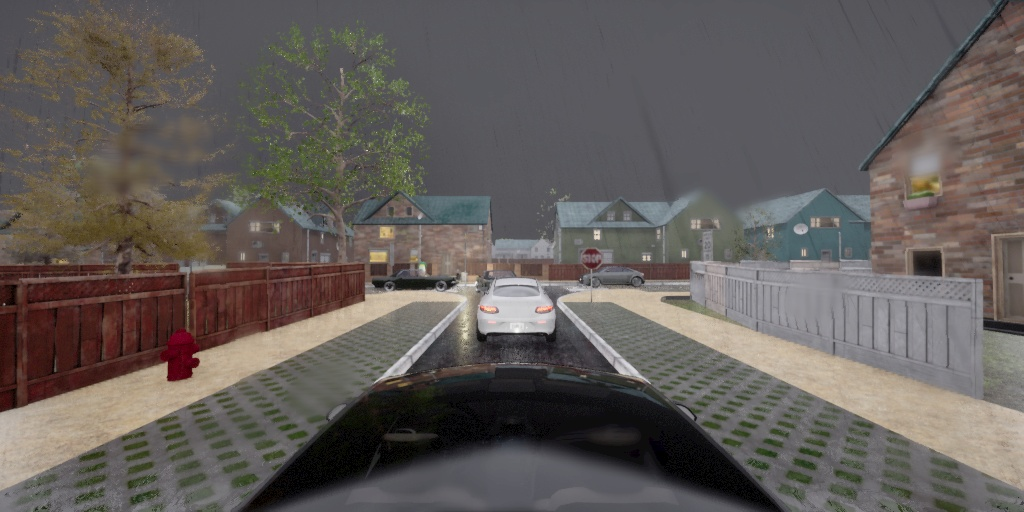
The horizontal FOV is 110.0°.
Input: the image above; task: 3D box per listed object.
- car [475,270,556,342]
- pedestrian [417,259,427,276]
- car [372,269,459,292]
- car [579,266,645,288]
[{"bbox_3d":[0.100,1.279,9.707,1.812,1.442,4.674,0,0,0],"label":"car"},{"bbox_3d":[-6.711,1.118,26.793,0.375,1.860,0.375,0,-1,1],"label":"pedestrian"},{"bbox_3d":[-5.490,1.416,20.909,4.718,1.301,1.895,-1,-1,1],"label":"car"},{"bbox_3d":[6.529,1.344,23.704,4.181,1.385,1.994,0,-1,1],"label":"car"}]
